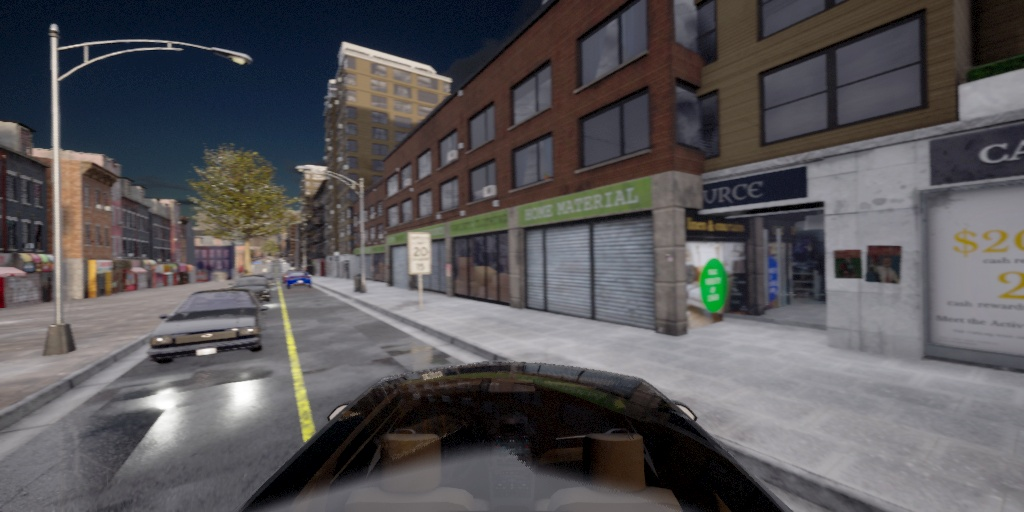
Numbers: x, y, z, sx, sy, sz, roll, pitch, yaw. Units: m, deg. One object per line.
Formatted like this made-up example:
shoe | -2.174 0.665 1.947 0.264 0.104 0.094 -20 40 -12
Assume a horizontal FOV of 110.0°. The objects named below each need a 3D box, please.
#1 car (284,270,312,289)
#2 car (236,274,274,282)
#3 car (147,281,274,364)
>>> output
car | -20.148 2.227 33.846 1.882 1.535 5.008 -1 -2 -33
car | -15.260 1.911 21.077 1.837 1.490 4.892 -1 0 -33
car | -7.565 1.582 9.391 2.033 1.411 5.357 -1 -1 -33
